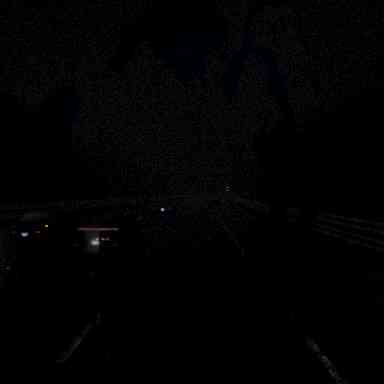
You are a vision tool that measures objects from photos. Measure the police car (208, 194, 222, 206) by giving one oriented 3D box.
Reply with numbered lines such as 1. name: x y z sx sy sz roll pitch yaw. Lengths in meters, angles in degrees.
1. police car: 3.796 1.480 57.731 1.930 1.638 5.238 0 0 5

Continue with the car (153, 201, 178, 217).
1. car: -2.527 1.565 31.788 1.994 1.385 4.181 0 0 3

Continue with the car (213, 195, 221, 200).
1. car: 6.860 1.597 92.047 1.994 1.385 4.181 0 0 9

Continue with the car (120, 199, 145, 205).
1. car: -5.936 1.480 33.645 1.882 1.535 5.008 0 0 3

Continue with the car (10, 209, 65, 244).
1. car: -6.661 1.519 15.680 1.812 1.442 4.674 0 0 1

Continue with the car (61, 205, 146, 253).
1. car: -3.210 1.487 13.641 2.128 1.511 4.902 0 0 1
